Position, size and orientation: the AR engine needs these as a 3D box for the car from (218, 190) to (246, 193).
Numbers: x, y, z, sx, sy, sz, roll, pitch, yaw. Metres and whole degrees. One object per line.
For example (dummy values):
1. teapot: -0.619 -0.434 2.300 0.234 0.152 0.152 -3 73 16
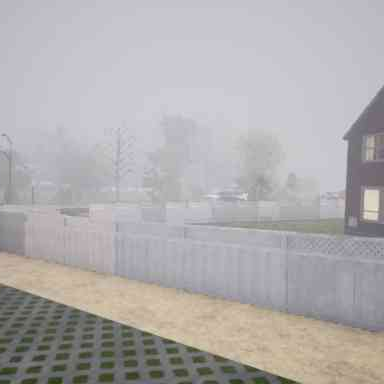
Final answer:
1. car: 4.232 0.741 41.055 5.566 2.045 2.150 0 2 -18

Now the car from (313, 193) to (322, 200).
1. car: 19.071 0.542 45.916 5.008 1.535 1.882 0 2 -19

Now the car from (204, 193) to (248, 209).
1. car: 3.592 1.166 37.427 4.674 1.442 1.812 0 2 -18

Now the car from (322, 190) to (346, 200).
1. car: 20.066 0.776 42.828 5.566 2.045 2.150 0 2 -19
